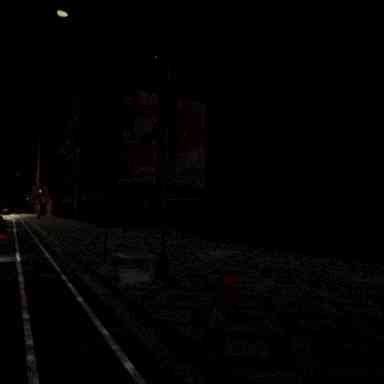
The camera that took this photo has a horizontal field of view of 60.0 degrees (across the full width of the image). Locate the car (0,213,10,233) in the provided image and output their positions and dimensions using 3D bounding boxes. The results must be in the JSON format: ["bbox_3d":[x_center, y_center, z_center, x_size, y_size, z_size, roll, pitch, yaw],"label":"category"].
[{"bbox_3d":[-17.482,2.813,29.434,1.812,1.442,4.674,4,-4,-28],"label":"car"}]

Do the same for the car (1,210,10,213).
[{"bbox_3d":[-46.466,5.255,82.864,1.882,1.535,5.008,4,-4,-28],"label":"car"}]

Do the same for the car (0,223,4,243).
[{"bbox_3d":[-7.377,1.964,10.805,1.837,1.490,4.892,4,-4,-28],"label":"car"}]
